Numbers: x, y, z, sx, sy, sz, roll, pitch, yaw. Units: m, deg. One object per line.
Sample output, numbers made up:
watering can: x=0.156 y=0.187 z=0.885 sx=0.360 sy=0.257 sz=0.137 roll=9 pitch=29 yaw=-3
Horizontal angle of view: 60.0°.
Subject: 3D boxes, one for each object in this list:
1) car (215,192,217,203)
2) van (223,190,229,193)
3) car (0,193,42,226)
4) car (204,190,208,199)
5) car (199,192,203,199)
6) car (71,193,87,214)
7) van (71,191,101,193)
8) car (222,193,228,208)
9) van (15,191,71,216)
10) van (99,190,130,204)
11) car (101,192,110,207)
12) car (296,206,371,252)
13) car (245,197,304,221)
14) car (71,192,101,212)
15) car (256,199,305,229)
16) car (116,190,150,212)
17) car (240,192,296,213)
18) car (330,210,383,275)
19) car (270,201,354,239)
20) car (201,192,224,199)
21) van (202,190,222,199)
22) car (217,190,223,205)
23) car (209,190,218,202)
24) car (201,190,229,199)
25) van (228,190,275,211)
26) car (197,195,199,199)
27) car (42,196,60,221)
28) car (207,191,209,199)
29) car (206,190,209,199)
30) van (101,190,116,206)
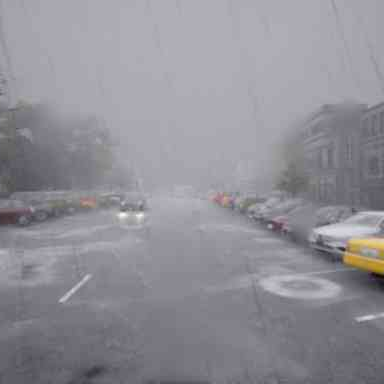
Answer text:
car: x=5.692 y=1.062 z=40.724 sx=4.674 sy=1.452 sz=2.002 roll=0 pitch=1 yaw=-21
van: x=5.907 y=0.852 z=34.904 sx=4.442 sy=1.987 sz=1.878 roll=0 pitch=0 yaw=-21
car: x=-11.718 y=1.146 z=19.880 sx=4.553 sy=1.767 sz=2.185 roll=-1 pitch=1 yaw=-21
car: x=5.487 y=0.865 z=61.318 sx=5.366 sy=1.575 sz=1.946 roll=1 pitch=0 yaw=-21
car: x=4.966 y=0.801 z=69.985 sx=5.366 sy=1.575 sz=1.946 roll=1 pitch=0 yaw=-21
car: x=-11.898 y=1.172 z=28.702 sx=4.892 sy=1.521 sz=2.231 roll=-1 pitch=1 yaw=-21
van: x=-12.125 y=0.888 z=34.542 sx=4.442 sy=1.987 sz=1.878 roll=-1 pitch=1 yaw=-21
car: x=5.845 y=1.106 z=31.928 sx=5.008 sy=1.535 sz=2.097 roll=0 pitch=0 yaw=-21
van: x=-11.960 y=0.981 z=25.708 sx=4.442 sy=1.987 sz=1.878 roll=-1 pitch=1 yaw=-21
van: x=-12.233 y=0.734 z=52.295 sx=4.442 sy=1.987 sz=1.878 roll=-1 pitch=0 yaw=-21
car: x=-12.064 y=1.122 z=37.530 sx=4.674 sy=1.452 sz=2.002 roll=-1 pitch=1 yaw=-21
car: x=6.231 y=1.383 z=11.396 sx=4.674 sy=1.452 sz=2.002 roll=0 pitch=1 yaw=-21
car: x=6.073 y=1.239 z=20.196 sx=4.892 sy=1.521 sz=2.231 roll=0 pitch=1 yaw=-21
car: x=-11.788 y=1.135 z=31.714 sx=5.366 sy=1.575 sz=1.946 roll=-1 pitch=0 yaw=-21
car: x=6.094 y=1.302 z=17.250 sx=4.792 sy=1.488 sz=2.163 roll=0 pitch=1 yaw=-21
car: x=-5.678 y=0.985 z=32.772 sx=2.097 sy=1.767 sz=4.553 roll=0 pitch=1 yaw=-1
car: x=6.045 y=1.078 z=23.135 sx=4.553 sy=1.767 sz=2.185 roll=0 pitch=1 yaw=-21
car: x=6.453 y=1.376 z=8.534 sx=5.366 sy=1.575 sz=1.946 roll=0 pitch=0 yaw=-21
car: x=6.185 y=1.309 z=14.325 sx=4.892 sy=1.521 sz=2.231 roll=0 pitch=1 yaw=-21
car: x=4.932 y=0.800 z=78.855 sx=4.892 sy=1.521 sz=2.231 roll=1 pitch=-1 yaw=-21
van: x=4.980 y=0.612 z=81.823 sx=4.442 sy=1.987 sz=1.878 roll=1 pitch=-2 yaw=-21
car: x=5.716 y=0.922 z=37.784 sx=4.553 sy=1.767 sz=2.185 roll=0 pitch=0 yaw=-21
car: x=5.664 y=0.745 z=43.670 sx=5.566 sy=2.045 sz=2.435 roll=1 pitch=0 yaw=-21
car: x=5.053 y=0.537 z=72.977 sx=5.566 sy=2.045 sz=2.435 roll=1 pitch=0 yaw=-21
van: x=5.802 y=0.911 z=28.946 sx=4.442 sy=1.987 sz=1.878 roll=0 pitch=1 yaw=-21
car: x=4.894 y=0.968 z=87.694 sx=5.366 sy=1.575 sz=1.946 roll=1 pitch=-2 yaw=-21
car: x=-11.825 y=1.268 z=22.804 sx=4.792 sy=1.488 sz=2.163 roll=-1 pitch=1 yaw=-21
car: x=5.442 y=0.956 z=52.450 sx=4.792 sy=1.488 sz=2.163 roll=1 pitch=1 yaw=-21
car: x=5.594 y=0.904 z=55.458 sx=5.366 sy=1.575 sz=1.946 roll=1 pitch=0 yaw=-21
van: x=-12.019 y=0.829 z=40.521 sx=4.442 sy=1.987 sz=1.878 roll=-1 pitch=0 yaw=-21
